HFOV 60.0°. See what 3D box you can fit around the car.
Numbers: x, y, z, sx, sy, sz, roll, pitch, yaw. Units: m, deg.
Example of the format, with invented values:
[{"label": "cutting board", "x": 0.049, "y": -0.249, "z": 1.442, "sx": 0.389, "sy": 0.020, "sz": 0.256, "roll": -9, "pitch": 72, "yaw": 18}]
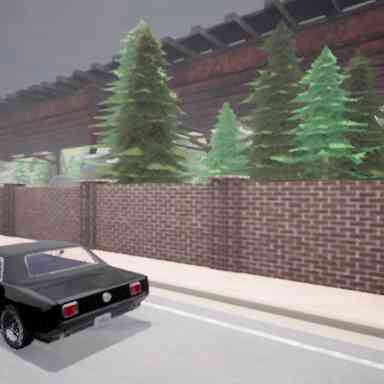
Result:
[{"label": "car", "x": -3.121, "y": 1.591, "z": 6.216, "sx": 4.718, "sy": 1.301, "sz": 1.895, "roll": 0, "pitch": 0, "yaw": 36}]
